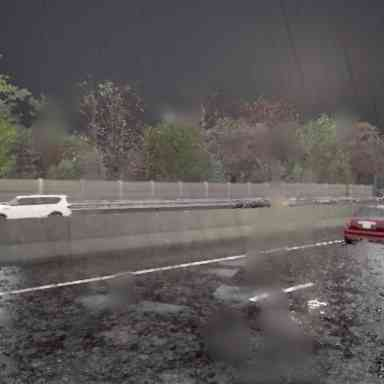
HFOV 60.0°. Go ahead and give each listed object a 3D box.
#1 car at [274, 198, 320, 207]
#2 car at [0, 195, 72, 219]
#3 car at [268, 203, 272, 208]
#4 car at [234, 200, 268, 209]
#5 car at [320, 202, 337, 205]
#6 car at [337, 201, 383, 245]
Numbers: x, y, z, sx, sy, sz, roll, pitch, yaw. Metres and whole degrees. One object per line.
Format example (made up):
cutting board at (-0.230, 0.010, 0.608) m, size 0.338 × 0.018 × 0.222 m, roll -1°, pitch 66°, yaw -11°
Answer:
car at (11.081, 1.517, 33.387) m, size 5.357 × 1.411 × 2.033 m, roll 0°, pitch 0°, yaw -35°
car at (-10.871, 1.217, 22.033) m, size 5.566 × 2.045 × 2.150 m, roll 0°, pitch 0°, yaw -35°
car at (11.420, 1.446, 37.919) m, size 5.008 × 1.535 × 1.882 m, roll 0°, pitch 0°, yaw -35°
car at (7.221, 1.571, 39.228) m, size 4.718 × 1.301 × 1.895 m, roll 0°, pitch 0°, yaw -35°
car at (14.463, 1.532, 31.494) m, size 4.181 × 1.385 × 1.994 m, roll 0°, pitch 0°, yaw -35°
car at (8.489, 1.332, 14.101) m, size 4.553 × 1.767 × 2.097 m, roll 0°, pitch 0°, yaw -35°
